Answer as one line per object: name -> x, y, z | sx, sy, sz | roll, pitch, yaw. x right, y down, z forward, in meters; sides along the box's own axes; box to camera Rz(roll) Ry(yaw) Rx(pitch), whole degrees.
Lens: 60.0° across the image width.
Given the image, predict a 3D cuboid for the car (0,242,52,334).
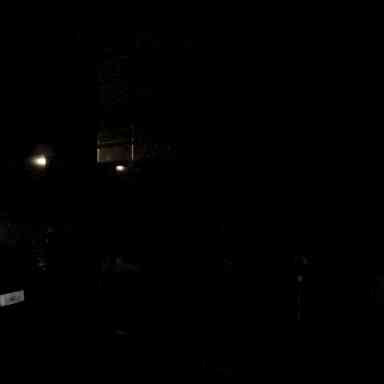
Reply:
car -> -4.273, 1.565, 6.005 | 4.313, 1.339, 1.947 | 0, 0, 36
